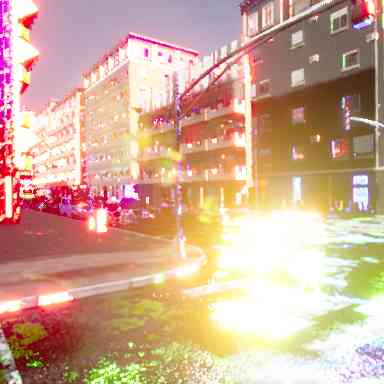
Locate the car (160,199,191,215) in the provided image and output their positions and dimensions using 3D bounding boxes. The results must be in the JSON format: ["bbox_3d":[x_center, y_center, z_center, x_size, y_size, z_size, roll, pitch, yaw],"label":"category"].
[{"bbox_3d":[-1.906,1.365,33.616,1.967,1.590,4.097,-2,1,-36],"label":"car"}]

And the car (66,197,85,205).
[{"bbox_3d":[-21.295,1.569,60.574,2.008,1.369,4.403,-2,1,-36],"label":"car"}]

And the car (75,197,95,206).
[{"bbox_3d":[-18.063,1.567,56.081,1.947,1.339,4.313,-2,1,-36],"label":"car"}]

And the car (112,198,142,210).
[{"bbox_3d":[-8.368,1.505,42.603,2.008,1.369,4.403,-2,1,-36],"label":"car"}]

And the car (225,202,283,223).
[{"bbox_3d":[4.459,1.422,24.771,1.752,1.417,4.829,-2,1,-36],"label":"car"}]

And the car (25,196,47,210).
[{"bbox_3d":[-21.636,1.587,46.695,1.967,1.590,4.097,-2,1,-36],"label":"car"}]

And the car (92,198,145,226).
[{"bbox_3d":[-5.477,1.512,24.232,1.967,1.590,4.097,-2,1,-36],"label":"car"}]

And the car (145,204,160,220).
[{"bbox_3d":[-4.930,1.533,27.909,1.837,1.490,4.892,-1,1,-36],"label":"car"}]

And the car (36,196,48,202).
[{"bbox_3d":[-37.454,1.651,83.037,1.887,1.381,4.507,-2,1,-36],"label":"car"}]

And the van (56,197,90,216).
[{"bbox_3d":[-11.942,1.442,33.216,1.690,1.788,3.998,-2,1,-36],"label":"van"}]

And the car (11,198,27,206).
[{"bbox_3d":[-31.329,1.741,60.174,1.887,1.381,4.507,-2,1,-36],"label":"car"}]

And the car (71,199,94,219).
[{"bbox_3d":[-8.607,1.611,28.587,1.752,1.417,4.829,-2,1,-36],"label":"car"}]

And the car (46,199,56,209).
[{"bbox_3d":[-18.877,1.693,47.435,1.895,1.301,4.718,-1,1,-35],"label":"car"}]

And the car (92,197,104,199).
[{"bbox_3d":[-14.834,1.425,51.587,1.967,1.590,4.097,-2,1,-36],"label":"car"}]

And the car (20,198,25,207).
[{"bbox_3d":[-24.865,1.729,51.188,1.947,1.339,4.313,-2,1,-36],"label":"car"}]
